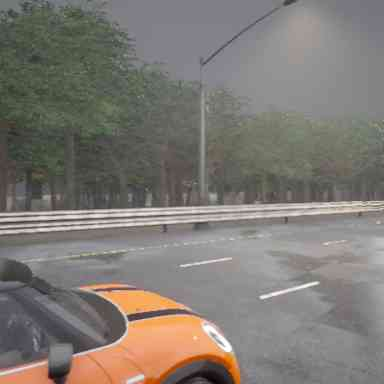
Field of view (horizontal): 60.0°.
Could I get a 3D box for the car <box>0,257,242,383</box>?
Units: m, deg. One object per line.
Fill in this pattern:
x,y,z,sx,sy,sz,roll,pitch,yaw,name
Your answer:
-1.742,1.352,2.624,4.553,1.767,2.097,0,0,-35,car
